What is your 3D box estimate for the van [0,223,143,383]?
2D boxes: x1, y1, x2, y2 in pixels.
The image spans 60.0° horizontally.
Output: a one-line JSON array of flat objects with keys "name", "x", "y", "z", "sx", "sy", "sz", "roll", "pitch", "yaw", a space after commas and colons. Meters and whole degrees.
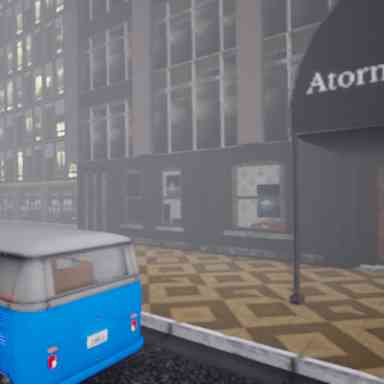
[{"name": "van", "x": -2.537, "y": 1.386, "z": 4.719, "sx": 3.998, "sy": 1.788, "sz": 1.690, "roll": -1, "pitch": 0, "yaw": 36}]
